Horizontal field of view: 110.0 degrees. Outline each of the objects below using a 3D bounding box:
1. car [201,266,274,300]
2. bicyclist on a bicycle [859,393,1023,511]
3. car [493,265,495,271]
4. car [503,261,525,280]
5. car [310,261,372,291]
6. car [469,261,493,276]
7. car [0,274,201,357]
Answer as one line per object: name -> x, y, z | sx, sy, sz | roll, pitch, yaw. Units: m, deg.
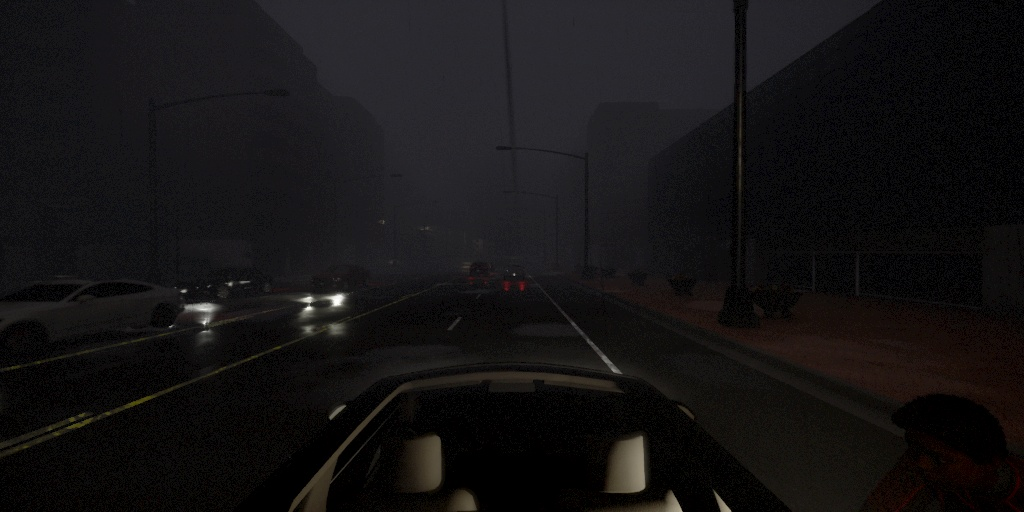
car -> -14.015, 1.273, 17.771 | 1.837, 1.490, 4.892 | 0, 0, 0
bicyclist on a bicycle -> 1.425, 1.255, 1.082 | 1.656, 1.620, 0.582 | 3, 0, -1
car -> -3.309, 1.437, 47.672 | 1.895, 1.301, 4.718 | 0, 0, 0
car -> 0.186, 1.342, 32.507 | 1.812, 1.442, 4.674 | 0, 0, 0
car -> -10.495, 1.260, 22.285 | 1.882, 1.535, 5.008 | 0, 0, 0
car -> -3.314, 1.304, 37.736 | 1.882, 1.535, 5.008 | 0, 0, 0
car -> -10.517, 1.275, 8.657 | 1.812, 1.442, 4.674 | 0, 0, 0
